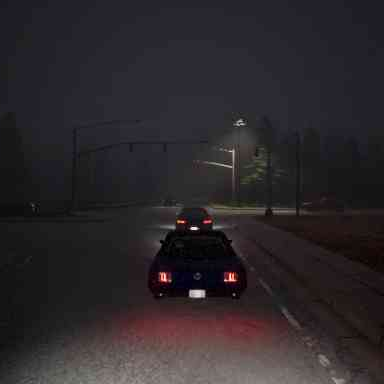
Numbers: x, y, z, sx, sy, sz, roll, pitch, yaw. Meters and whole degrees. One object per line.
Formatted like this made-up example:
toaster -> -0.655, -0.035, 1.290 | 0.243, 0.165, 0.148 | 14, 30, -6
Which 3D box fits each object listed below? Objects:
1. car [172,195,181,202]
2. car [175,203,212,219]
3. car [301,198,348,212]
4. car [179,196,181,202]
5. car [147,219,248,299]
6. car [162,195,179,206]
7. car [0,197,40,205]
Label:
car -> -3.392, 1.475, 74.639 | 1.812, 1.442, 4.674 | 0, 0, 1
car -> 0.104, 1.511, 17.439 | 1.812, 1.442, 4.674 | 0, 0, 0
car -> 15.162, 1.473, 38.165 | 5.008, 1.535, 1.882 | 0, 0, 1
car -> -3.539, 1.523, 62.886 | 1.994, 1.385, 4.181 | 0, 0, 0
car -> 0.101, 1.596, 8.384 | 1.895, 1.301, 4.718 | 0, 0, 0
car -> -3.580, 1.318, 52.909 | 2.097, 1.767, 4.553 | 0, 0, 0
car -> -18.332, 1.363, 35.076 | 4.553, 1.767, 2.097 | 0, 0, 1
